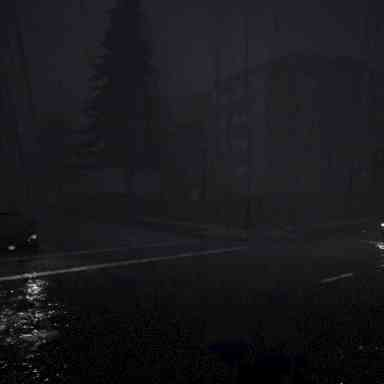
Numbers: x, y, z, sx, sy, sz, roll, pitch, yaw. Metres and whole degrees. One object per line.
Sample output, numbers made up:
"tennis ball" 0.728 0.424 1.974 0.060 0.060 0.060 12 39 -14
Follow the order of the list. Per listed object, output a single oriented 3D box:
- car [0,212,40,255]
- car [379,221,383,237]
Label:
"car" -7.082 1.489 12.474 1.812 1.442 4.674 0 0 -36
"car" 11.091 1.609 16.198 4.718 1.301 1.895 0 0 -35
